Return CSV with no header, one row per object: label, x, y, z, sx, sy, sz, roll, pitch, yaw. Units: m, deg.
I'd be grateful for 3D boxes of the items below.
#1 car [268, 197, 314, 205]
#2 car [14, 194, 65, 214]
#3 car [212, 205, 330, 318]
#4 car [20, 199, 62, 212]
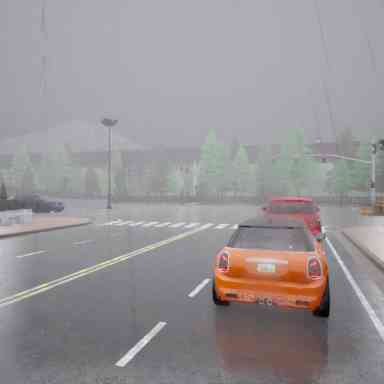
car,4.167,1.221,14.098,2.150,2.045,5.566,0,0,16
car,-16.289,1.213,35.267,5.566,2.045,2.150,1,0,16
car,1.994,1.352,7.823,2.097,1.767,4.553,0,0,19
car,-17.853,1.554,39.356,4.181,1.385,1.994,0,0,16
